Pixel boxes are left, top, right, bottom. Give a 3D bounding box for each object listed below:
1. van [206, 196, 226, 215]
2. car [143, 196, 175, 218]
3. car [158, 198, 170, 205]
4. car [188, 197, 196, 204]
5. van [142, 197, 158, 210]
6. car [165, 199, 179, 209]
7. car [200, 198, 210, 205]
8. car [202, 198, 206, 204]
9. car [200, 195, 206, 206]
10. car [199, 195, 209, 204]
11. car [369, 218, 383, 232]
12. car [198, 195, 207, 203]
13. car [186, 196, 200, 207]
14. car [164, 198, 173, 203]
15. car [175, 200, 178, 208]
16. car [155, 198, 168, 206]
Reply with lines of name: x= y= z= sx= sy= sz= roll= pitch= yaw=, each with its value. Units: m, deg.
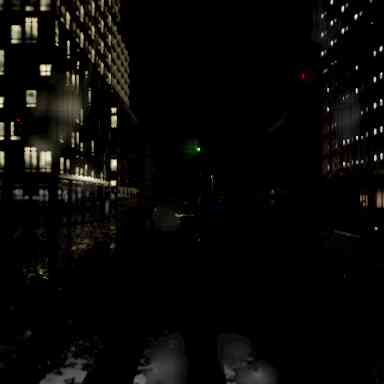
van: x=2.659 y=1.534 z=35.565 sx=1.690 sy=1.788 sz=3.998 roll=0 pitch=0 yaw=0
car: x=-3.252 y=1.402 z=33.246 sx=2.150 sy=2.045 sz=5.566 roll=0 pitch=0 yaw=0
car: x=-5.734 y=1.921 z=68.819 sx=2.008 sy=1.369 sz=4.403 roll=0 pitch=0 yaw=0
car: x=-0.016 y=1.893 z=72.832 sx=1.837 sy=1.490 sz=4.892 roll=0 pitch=0 yaw=0
van: x=-5.801 y=1.593 z=46.665 sx=1.690 sy=1.788 sz=3.998 roll=0 pitch=0 yaw=0
car: x=-3.185 y=1.888 z=53.096 sx=1.895 sy=1.301 sz=4.718 roll=0 pitch=0 yaw=0
car: x=2.647 y=1.915 z=68.795 sx=1.887 sy=1.381 sz=4.507 roll=0 pitch=0 yaw=0
car: x=2.585 y=1.767 z=41.102 sx=1.887 sy=1.381 sz=4.507 roll=0 pitch=0 yaw=0
car: x=2.631 y=1.656 z=63.257 sx=2.192 sy=1.841 sz=5.009 roll=0 pitch=0 yaw=0
car: x=2.665 y=1.714 z=74.336 sx=2.192 sy=1.841 sz=5.009 roll=0 pitch=0 yaw=0
car: x=13.558 y=1.788 z=19.742 sx=5.357 sy=1.411 sz=2.033 roll=0 pitch=-1 yaw=-1
car: x=2.699 y=1.772 z=85.414 sx=2.192 sy=1.841 sz=5.009 roll=0 pitch=0 yaw=0
car: x=0.022 y=1.794 z=58.749 sx=1.882 sy=1.535 sz=5.008 roll=0 pitch=0 yaw=0
car: x=-5.699 y=2.010 z=79.899 sx=1.802 sy=1.307 sz=4.206 roll=0 pitch=0 yaw=0
car: x=-3.222 y=1.758 z=43.023 sx=1.812 sy=1.442 sz=4.674 roll=0 pitch=0 yaw=0
car: x=-5.751 y=1.907 z=63.281 sx=1.947 sy=1.339 sz=4.313 roll=0 pitch=0 yaw=0
